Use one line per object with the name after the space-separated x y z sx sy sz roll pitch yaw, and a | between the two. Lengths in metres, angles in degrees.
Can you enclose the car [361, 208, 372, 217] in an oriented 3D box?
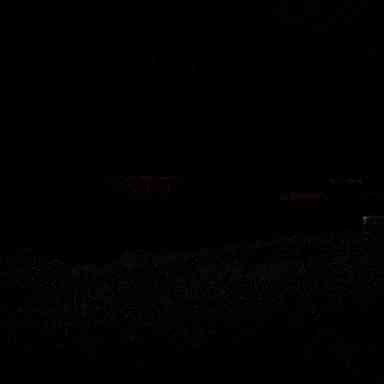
18.264 2.114 38.530 1.812 1.442 4.674 -1 -1 -36 | car
